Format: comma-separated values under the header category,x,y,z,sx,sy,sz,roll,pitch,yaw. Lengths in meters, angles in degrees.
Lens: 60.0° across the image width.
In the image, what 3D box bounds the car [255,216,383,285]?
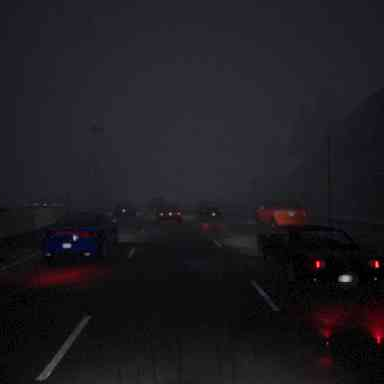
category,x,y,z,sx,sy,sz,roll,pitch,yaw
car,3.233,1.599,9.473,1.895,1.301,4.718,0,0,-3

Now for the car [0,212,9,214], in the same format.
category,x,y,z,sx,sy,sz,roll,pitch,yaw
car,-16.326,1.635,26.587,1.895,1.301,4.718,0,0,-8

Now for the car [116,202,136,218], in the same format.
category,x,y,z,sx,sy,sz,roll,pitch,yaw
car,-6.149,1.584,30.616,1.994,1.385,4.181,0,0,-8

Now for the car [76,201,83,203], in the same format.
category,x,y,z,sx,sy,sz,roll,pitch,yaw
car,-22.559,1.653,67.569,1.895,1.301,4.718,0,0,-9

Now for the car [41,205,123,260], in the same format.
category,x,y,z,sx,sy,sz,roll,pitch,yaw
car,-3.999,1.488,12.610,1.882,1.535,5.008,0,0,-4

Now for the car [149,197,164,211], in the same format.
category,x,y,z,sx,sy,sz,roll,pitch,yaw
car,-4.312,1.372,41.833,2.097,1.767,4.553,0,0,-9

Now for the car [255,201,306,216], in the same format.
category,x,y,z,sx,sy,sz,roll,pitch,yaw
car,5.647,1.351,21.752,2.097,1.767,4.553,0,0,-6

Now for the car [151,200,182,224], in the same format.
category,x,y,z,sx,sy,sz,roll,pitch,yaw
car,-1.816,1.559,25.254,2.033,1.411,5.357,0,0,-8

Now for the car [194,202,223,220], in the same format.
category,x,y,z,sx,sy,sz,roll,pitch,yaw
car,1.322,1.533,27.909,1.812,1.442,4.674,0,0,-8
